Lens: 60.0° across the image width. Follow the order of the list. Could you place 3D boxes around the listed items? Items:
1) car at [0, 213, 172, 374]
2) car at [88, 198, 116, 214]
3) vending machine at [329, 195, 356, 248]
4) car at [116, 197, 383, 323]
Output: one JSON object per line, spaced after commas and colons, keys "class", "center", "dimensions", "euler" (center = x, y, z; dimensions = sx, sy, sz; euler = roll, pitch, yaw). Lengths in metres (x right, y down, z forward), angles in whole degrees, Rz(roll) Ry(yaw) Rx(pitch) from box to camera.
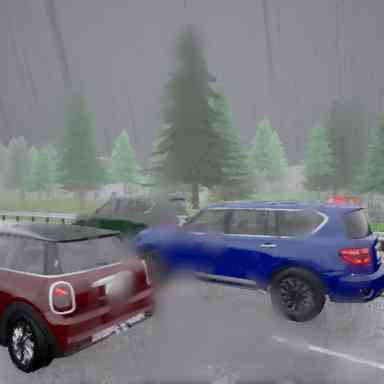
{"class": "car", "center": [-2.852, 1.353, 5.841], "dimensions": [4.553, 1.767, 2.097], "euler": [0, 0, 34]}
{"class": "car", "center": [-2.622, 1.220, 14.122], "dimensions": [5.566, 2.045, 2.150], "euler": [0, 0, 32]}
{"class": "vending machine", "center": [6.367, 1.196, 14.058], "dimensions": [0.880, 2.100, 1.100], "euler": [0, 0, 35]}
{"class": "car", "center": [1.111, 1.220, 7.442], "dimensions": [5.566, 2.045, 2.150], "euler": [0, 0, 34]}
